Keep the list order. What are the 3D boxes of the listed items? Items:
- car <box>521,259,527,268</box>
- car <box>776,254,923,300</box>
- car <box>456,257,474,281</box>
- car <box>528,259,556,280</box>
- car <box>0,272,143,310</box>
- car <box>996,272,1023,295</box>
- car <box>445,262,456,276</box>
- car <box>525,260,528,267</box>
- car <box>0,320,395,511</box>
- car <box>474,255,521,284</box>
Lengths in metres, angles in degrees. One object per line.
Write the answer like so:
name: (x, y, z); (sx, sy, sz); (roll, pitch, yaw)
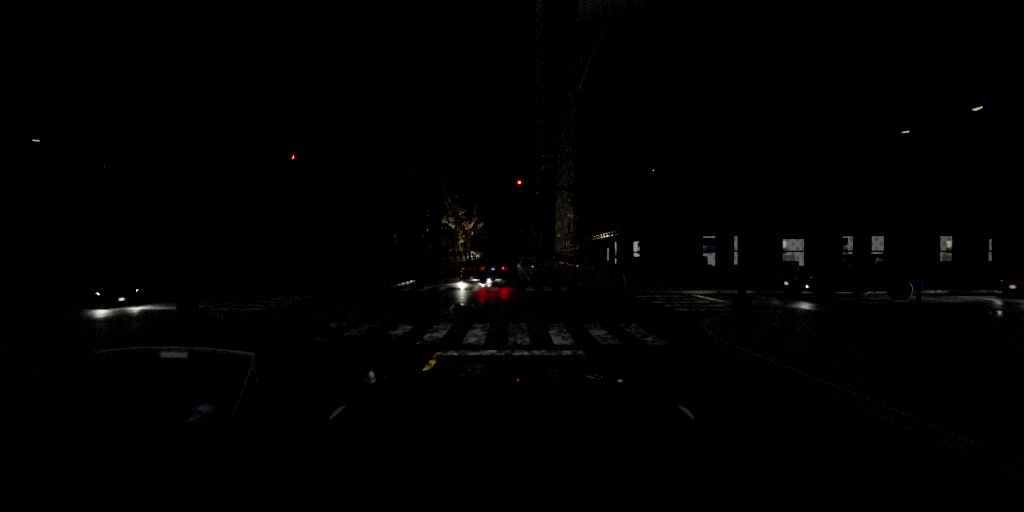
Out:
car: (2.652, 1.315, 59.232); (1.948, 1.339, 4.313); (0, 0, 0)
car: (15.702, 0.925, 16.863); (5.566, 2.045, 2.150); (0, 0, 1)
car: (-3.119, 1.104, 29.998); (2.097, 1.767, 4.553); (0, 0, 0)
car: (2.671, 1.191, 30.826); (1.967, 1.591, 4.097); (0, 0, 0)
car: (-18.223, 1.340, 14.351); (5.357, 1.411, 2.033); (0, 0, 1)
car: (25.777, 1.164, 16.656); (4.902, 1.511, 2.128); (0, 0, 1)
car: (-5.714, 1.297, 36.499); (1.888, 1.381, 4.507); (0, 0, 0)
car: (2.667, 1.318, 36.507); (1.948, 1.339, 4.313); (0, 0, 0)
car: (-2.738, 1.351, 3.038); (1.895, 1.301, 4.718); (0, 0, 3)
car: (-0.902, 0.973, 26.787); (2.150, 2.045, 5.566); (0, 0, 8)
